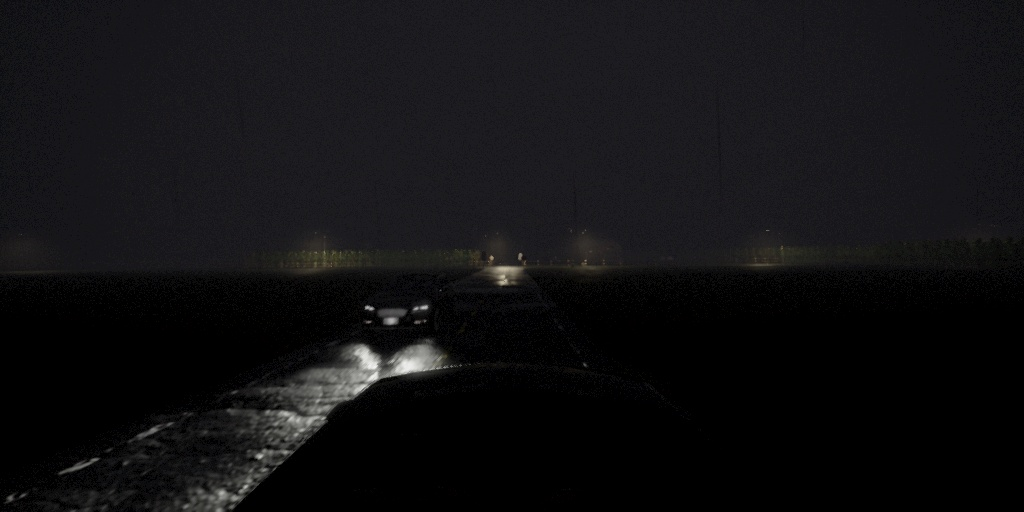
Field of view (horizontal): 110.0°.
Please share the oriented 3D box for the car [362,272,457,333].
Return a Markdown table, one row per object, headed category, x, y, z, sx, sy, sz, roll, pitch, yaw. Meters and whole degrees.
| category | x | y | z | sx | sy | sz | roll | pitch | yaw |
| --- | --- | --- | --- | --- | --- | --- | --- | --- | --- |
| car | -2.846 | 1.270 | 10.875 | 2.128 | 1.511 | 4.902 | 0 | 0 | 0 |
